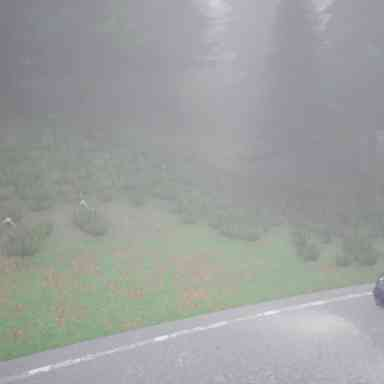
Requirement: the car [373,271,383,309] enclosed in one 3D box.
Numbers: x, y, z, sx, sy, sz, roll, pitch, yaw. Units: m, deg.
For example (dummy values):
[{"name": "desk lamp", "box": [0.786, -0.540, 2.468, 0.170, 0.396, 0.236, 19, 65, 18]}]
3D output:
[{"name": "car", "box": [5.432, 1.463, 5.808, 4.674, 1.442, 1.812, 0, 1, -20]}]
